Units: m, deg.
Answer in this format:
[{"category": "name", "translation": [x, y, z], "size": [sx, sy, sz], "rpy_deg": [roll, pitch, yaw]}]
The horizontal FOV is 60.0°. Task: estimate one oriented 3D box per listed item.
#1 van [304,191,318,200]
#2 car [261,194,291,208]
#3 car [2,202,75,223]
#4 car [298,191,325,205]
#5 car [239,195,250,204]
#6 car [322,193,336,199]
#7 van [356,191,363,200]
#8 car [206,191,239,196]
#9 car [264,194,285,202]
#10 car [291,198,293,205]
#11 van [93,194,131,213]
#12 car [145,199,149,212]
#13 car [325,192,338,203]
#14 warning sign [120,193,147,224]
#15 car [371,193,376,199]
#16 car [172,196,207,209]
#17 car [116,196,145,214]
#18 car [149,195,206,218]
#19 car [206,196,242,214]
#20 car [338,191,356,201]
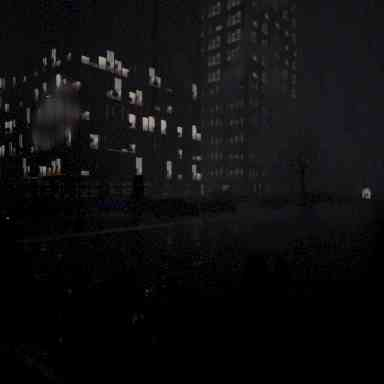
[{"category": "van", "translation": [25.639, 0.695, 71.578], "size": [1.690, 1.788, 3.998], "rpy_deg": [1, 1, 40]}, {"category": "car", "translation": [9.840, 1.244, 40.165], "size": [1.802, 1.307, 4.206], "rpy_deg": [1, 1, 40]}, {"category": "car", "translation": [-11.201, 1.447, 24.444], "size": [1.895, 1.301, 4.718], "rpy_deg": [0, 1, 38]}, {"category": "car", "translation": [17.228, 0.885, 48.815], "size": [2.192, 1.841, 5.009], "rpy_deg": [1, 1, 40]}, {"category": "car", "translation": [7.171, 1.148, 49.947], "size": [1.947, 1.339, 4.313], "rpy_deg": [1, 1, 40]}, {"category": "car", "translation": [33.025, 0.829, 80.236], "size": [1.947, 1.339, 4.313], "rpy_deg": [1, 1, 40]}, {"category": "van", "translation": [35.694, 0.683, 70.449], "size": [1.690, 1.788, 3.998], "rpy_deg": [1, 1, 40]}, {"category": "car", "translation": [3.045, 0.889, 41.109], "size": [2.150, 2.045, 5.566], "rpy_deg": [0, 1, 41]}, {"category": "car", "translation": [14.558, 1.057, 58.601], "size": [1.947, 1.339, 4.313], "rpy_deg": [1, 1, 40]}, {"category": "car", "translation": [12.798, 1.082, 47.676], "size": [2.128, 1.511, 4.902], "rpy_deg": [0, 1, 41]}, {"category": "van", "translation": [-7.692, 1.107, 32.716], "size": [1.690, 1.788, 3.998], "rpy_deg": [1, 1, 40]}, {"category": "car", "translation": [-1.578, 1.247, 30.786], "size": [1.882, 1.535, 5.008], "rpy_deg": [0, 1, 40]}, {"category": "car", "translation": [20.921, 0.840, 53.141], "size": [2.192, 1.841, 5.009], "rpy_deg": [1, 1, 40]}, {"category": "warning sign", "translation": [-3.643, 0.977, 20.726], "size": [1.300, 1.860, 1.060], "rpy_deg": [0, 0, 40]}, {"category": "car", "translation": [39.386, 0.848, 74.779], "size": [2.008, 1.369, 4.403], "rpy_deg": [1, 1, 40]}, {"category": "car", "translation": [-0.221, 1.219, 41.300], "size": [1.887, 1.381, 4.507], "rpy_deg": [1, 1, 40]}, {"category": "car", "translation": [-4.773, 1.330, 31.966], "size": [1.994, 1.385, 4.181], "rpy_deg": [0, 1, 41]}, {"category": "car", "translation": [-1.146, 1.241, 27.104], "size": [1.967, 1.590, 4.097], "rpy_deg": [1, 1, 40]}, {"category": "car", "translation": [2.504, 1.320, 31.469], "size": [1.947, 1.339, 4.313], "rpy_deg": [1, 1, 40]}, {"category": "car", "translation": [28.417, 0.957, 61.927], "size": [1.752, 1.417, 4.829], "rpy_deg": [1, 1, 40]}]
